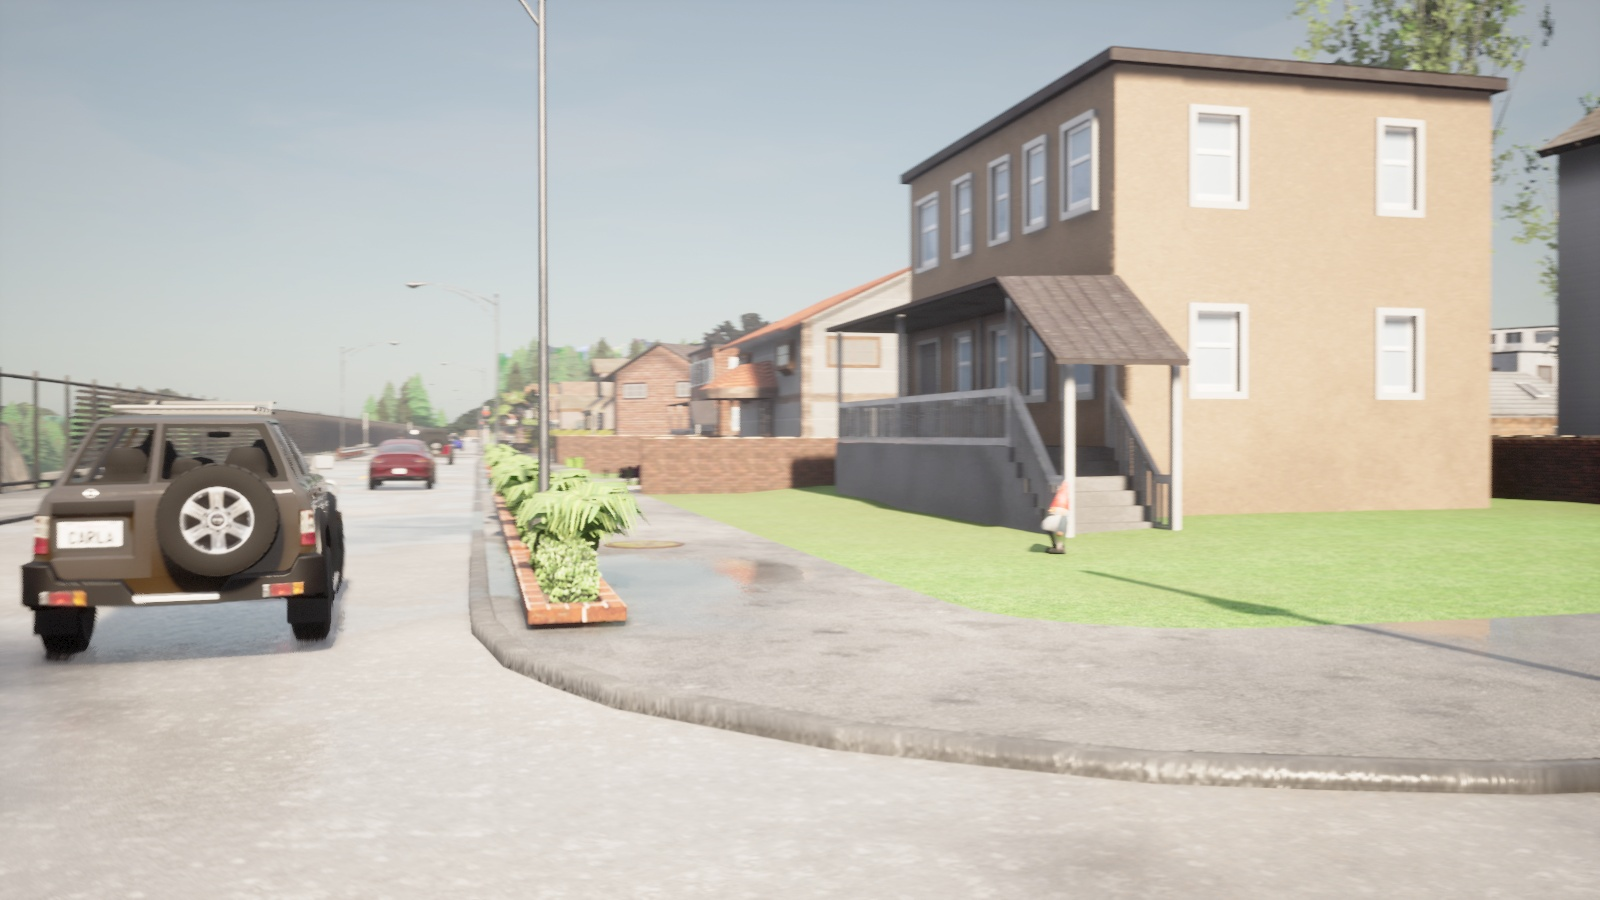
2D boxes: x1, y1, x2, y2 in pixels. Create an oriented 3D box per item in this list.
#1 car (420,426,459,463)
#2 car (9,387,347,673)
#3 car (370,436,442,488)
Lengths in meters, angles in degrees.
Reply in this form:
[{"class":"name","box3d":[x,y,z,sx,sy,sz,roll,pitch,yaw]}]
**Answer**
[{"class":"car","box3d":[-19.084,-0.316,66.598,1.905,1.878,3.866,0,1,-14]},{"class":"car","box3d":[-4.926,0.485,10.629,1.932,1.855,4.605,0,1,-18]},{"class":"car","box3d":[-11.798,0.315,37.810,1.812,1.442,4.674,0,1,-14]}]
